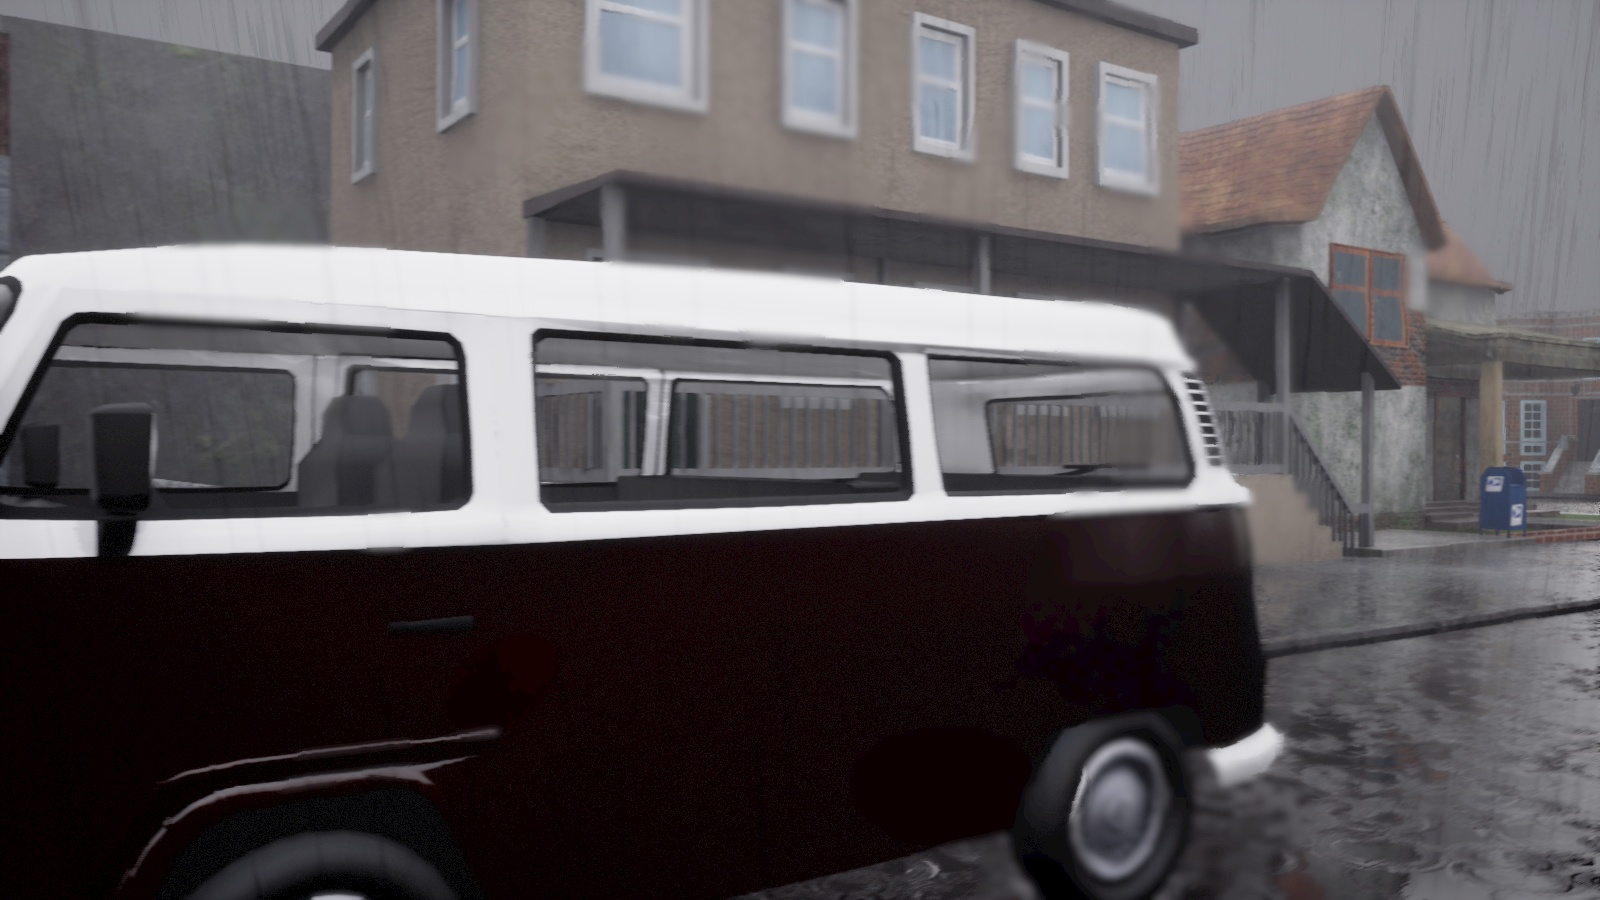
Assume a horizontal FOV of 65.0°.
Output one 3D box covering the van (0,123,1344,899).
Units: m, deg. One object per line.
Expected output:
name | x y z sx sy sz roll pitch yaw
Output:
van | -0.569 0.479 3.874 4.480 2.038 2.069 0 0 -35
